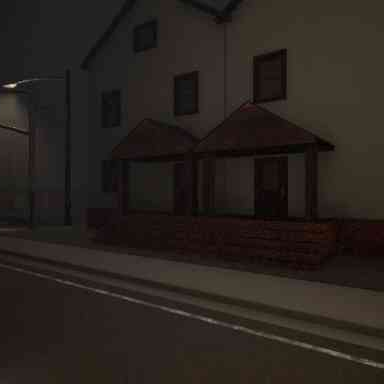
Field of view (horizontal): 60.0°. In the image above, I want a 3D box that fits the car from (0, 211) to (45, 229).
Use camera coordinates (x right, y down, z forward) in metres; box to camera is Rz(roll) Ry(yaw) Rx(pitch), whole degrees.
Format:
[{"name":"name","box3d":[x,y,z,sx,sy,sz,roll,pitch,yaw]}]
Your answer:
[{"name":"car","box3d":[-15.642,2.488,29.676,2.128,1.511,4.902,0,-9,36]}]
